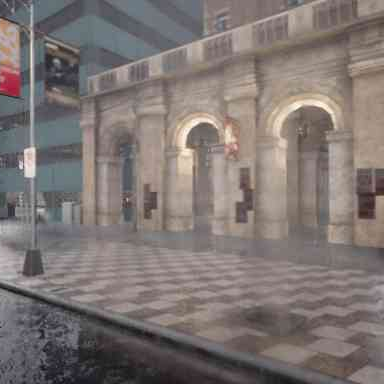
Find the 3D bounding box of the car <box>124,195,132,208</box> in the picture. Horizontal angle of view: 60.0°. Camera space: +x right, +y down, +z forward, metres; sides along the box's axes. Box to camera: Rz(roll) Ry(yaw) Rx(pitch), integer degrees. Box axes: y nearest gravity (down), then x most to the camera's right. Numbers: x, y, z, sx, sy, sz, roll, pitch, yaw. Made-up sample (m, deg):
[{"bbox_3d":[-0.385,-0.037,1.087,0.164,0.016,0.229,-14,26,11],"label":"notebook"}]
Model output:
[{"bbox_3d":[-6.802,1.275,30.607,5.566,2.045,2.435,-1,0,36],"label":"car"}]
